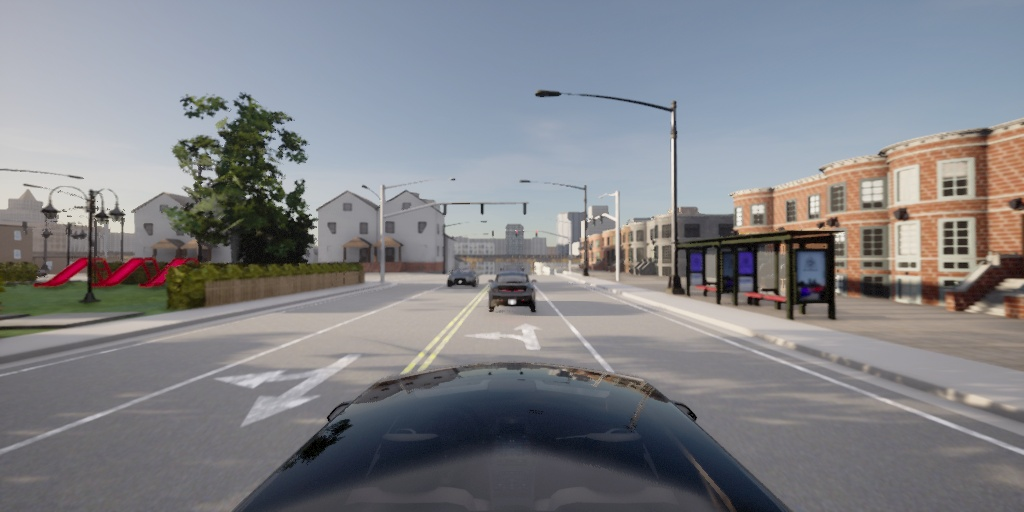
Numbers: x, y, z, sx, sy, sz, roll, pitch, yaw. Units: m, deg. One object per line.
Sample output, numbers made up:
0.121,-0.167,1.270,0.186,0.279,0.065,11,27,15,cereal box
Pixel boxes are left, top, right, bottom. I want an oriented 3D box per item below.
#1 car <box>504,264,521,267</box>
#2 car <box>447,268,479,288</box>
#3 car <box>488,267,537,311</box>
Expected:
0.026,1.426,30.245,2.097,1.767,4.553,0,-1,0,car
-3.510,1.595,26.362,1.994,1.385,4.181,0,-1,0,car
0.021,1.412,15.326,1.837,1.490,4.892,0,0,0,car
